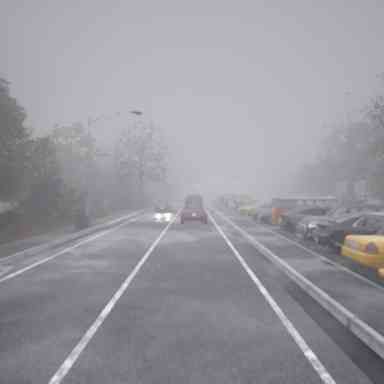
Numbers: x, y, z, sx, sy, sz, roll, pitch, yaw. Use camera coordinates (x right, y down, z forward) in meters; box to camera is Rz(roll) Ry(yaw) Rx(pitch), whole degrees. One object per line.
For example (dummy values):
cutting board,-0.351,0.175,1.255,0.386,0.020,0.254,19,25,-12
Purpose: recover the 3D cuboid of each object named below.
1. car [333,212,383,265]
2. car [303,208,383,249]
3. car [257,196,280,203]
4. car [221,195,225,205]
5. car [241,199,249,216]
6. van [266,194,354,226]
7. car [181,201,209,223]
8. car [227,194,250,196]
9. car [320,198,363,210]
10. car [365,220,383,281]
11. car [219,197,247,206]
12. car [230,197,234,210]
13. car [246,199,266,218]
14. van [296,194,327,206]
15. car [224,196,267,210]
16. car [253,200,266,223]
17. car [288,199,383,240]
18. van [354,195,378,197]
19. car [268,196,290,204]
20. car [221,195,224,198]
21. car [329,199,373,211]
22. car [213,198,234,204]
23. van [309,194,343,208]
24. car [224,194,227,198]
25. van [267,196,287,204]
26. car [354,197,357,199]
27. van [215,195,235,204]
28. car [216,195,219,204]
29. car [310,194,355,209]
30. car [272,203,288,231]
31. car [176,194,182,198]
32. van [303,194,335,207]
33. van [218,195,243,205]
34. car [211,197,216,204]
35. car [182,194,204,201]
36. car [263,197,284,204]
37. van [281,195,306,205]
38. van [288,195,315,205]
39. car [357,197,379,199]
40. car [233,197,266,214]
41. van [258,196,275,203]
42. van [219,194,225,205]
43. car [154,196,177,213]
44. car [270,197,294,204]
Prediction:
car,7.140,1.486,9.376,5.366,1.575,1.946,0,0,0
car,6.967,1.487,12.145,4.892,1.521,2.231,0,0,0
car,20.603,2.011,89.542,5.566,2.045,2.435,0,-1,0
car,7.211,1.601,48.235,5.008,1.535,2.097,0,0,0
car,7.056,1.564,28.802,4.792,1.488,2.163,0,0,0
van,7.146,1.280,20.474,4.442,1.987,1.878,0,0,0
car,0.159,1.592,25.482,1.994,1.385,4.181,0,0,0
car,7.148,1.457,42.683,4.553,1.767,2.185,0,0,0
car,20.271,1.586,45.245,5.008,1.535,2.097,0,0,0
car,6.751,1.494,6.726,5.366,1.575,1.946,0,0,0
car,7.320,1.698,59.313,4.792,1.488,2.163,0,-1,0
car,7.135,1.564,37.131,4.892,1.521,2.231,0,0,0
car,7.038,1.555,26.026,4.792,1.488,2.163,0,0,0
van,20.235,1.399,56.459,4.442,1.987,1.878,0,-1,0
car,6.975,1.570,39.908,5.366,1.575,1.946,0,0,0
car,7.019,1.545,23.250,4.792,1.488,2.163,0,0,0
car,7.023,1.364,14.924,4.553,1.767,2.185,0,0,0
van,20.356,1.341,39.830,4.442,1.987,1.878,0,0,0
car,20.469,1.913,78.465,4.553,1.767,2.185,0,-1,0
car,7.238,1.651,51.011,4.674,1.452,2.002,0,0,0
car,20.255,1.616,42.474,4.674,1.452,2.002,0,0,0
car,7.425,2.088,78.748,4.674,1.452,2.002,0,-1,0
van,20.431,1.379,50.910,4.442,1.987,1.878,0,0,0
car,7.166,1.466,45.459,4.553,1.767,2.185,0,0,0
van,20.636,1.867,81.235,4.442,1.987,1.878,0,-1,0
car,20.224,1.598,37.059,4.674,1.452,2.002,0,0,0
van,7.520,1.768,75.977,4.442,1.987,1.878,0,-1,0
car,7.301,1.378,56.564,5.566,2.045,2.435,0,0,0
car,20.267,1.345,48.140,5.566,2.045,2.435,0,0,0
car,7.040,1.526,17.697,4.792,1.488,2.163,0,0,0
car,-2.903,1.409,79.032,2.150,2.045,5.566,0,-1,0
van,20.449,1.388,53.555,4.442,1.987,1.878,0,0,0
van,7.193,1.497,62.100,4.442,1.987,1.878,0,-1,0
car,7.390,1.939,73.197,5.008,1.535,2.097,0,-1,0
car,0.230,1.299,40.439,2.150,2.045,5.566,0,0,0
car,20.531,2.147,84.002,4.892,1.521,2.231,0,-1,0
van,20.543,1.596,67.387,4.442,1.987,1.878,0,-1,0
van,20.271,1.488,61.850,4.442,1.987,1.878,0,-1,0
car,20.196,1.548,34.164,5.008,1.535,2.097,0,0,0
car,6.919,1.541,31.580,5.366,1.575,1.946,0,0,0
van,20.712,2.110,92.432,4.442,1.987,1.878,0,-1,0
van,7.137,1.394,53.789,4.442,1.987,1.878,0,0,0
car,-3.224,1.561,38.485,2.128,1.511,4.902,0,0,0
car,20.477,1.987,75.818,5.008,1.535,2.097,0,-1,0
